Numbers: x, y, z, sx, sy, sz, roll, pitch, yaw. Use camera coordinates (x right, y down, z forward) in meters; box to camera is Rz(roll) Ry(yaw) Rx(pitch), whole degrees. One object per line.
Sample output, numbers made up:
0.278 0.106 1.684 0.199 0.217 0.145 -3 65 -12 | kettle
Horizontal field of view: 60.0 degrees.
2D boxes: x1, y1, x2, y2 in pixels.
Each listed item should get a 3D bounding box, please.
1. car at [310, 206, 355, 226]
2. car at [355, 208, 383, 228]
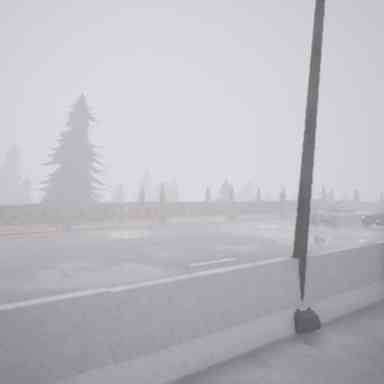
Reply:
10.474 1.696 24.352 4.718 1.301 1.895 0 0 -35 | car
13.124 1.699 21.942 4.718 1.301 1.895 0 0 -35 | car
